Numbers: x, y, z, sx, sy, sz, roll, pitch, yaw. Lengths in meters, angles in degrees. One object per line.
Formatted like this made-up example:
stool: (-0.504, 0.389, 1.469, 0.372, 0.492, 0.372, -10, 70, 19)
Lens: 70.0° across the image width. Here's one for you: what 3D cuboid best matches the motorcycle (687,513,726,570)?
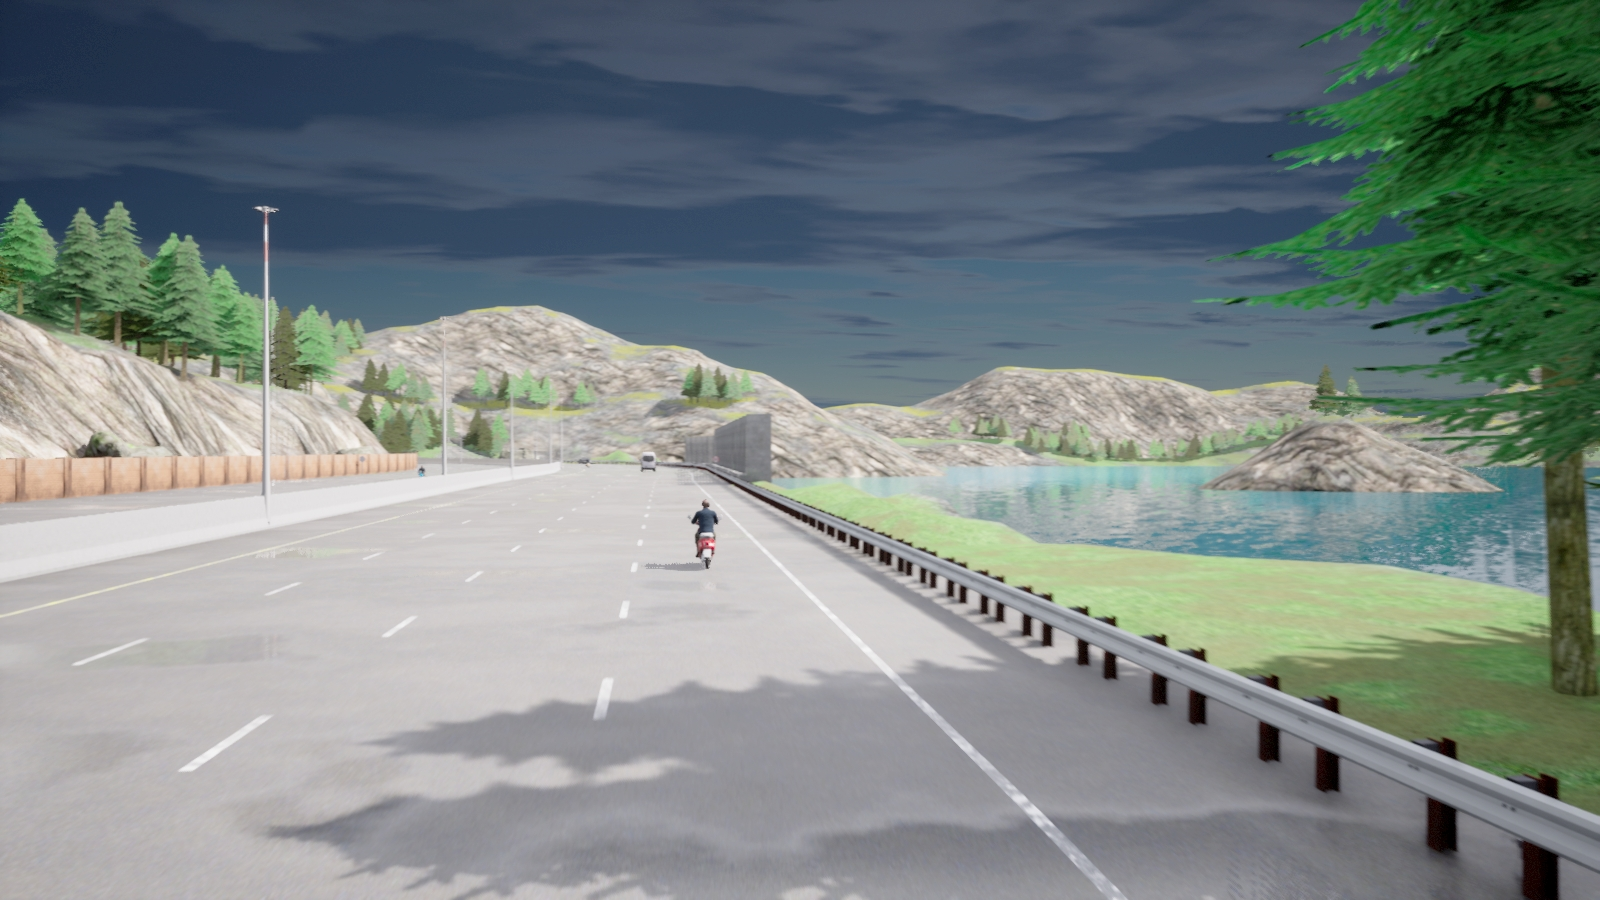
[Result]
motorcycle: (-2.285, 2.190, 27.656, 0.856, 1.236, 1.805, 0, 0, -7)
